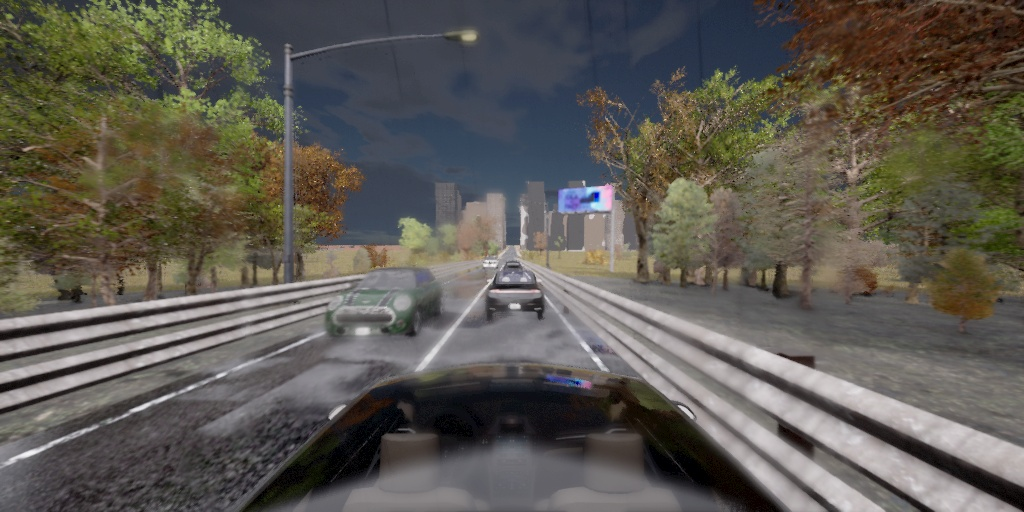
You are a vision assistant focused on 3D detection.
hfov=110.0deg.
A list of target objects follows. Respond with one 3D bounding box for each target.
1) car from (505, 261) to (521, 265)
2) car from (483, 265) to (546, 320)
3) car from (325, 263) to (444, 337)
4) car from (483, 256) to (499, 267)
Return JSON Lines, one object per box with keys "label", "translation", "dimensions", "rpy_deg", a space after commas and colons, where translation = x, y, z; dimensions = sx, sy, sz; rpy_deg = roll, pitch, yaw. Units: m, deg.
{"label": "car", "translation": [0.086, 1.242, 34.558], "dimensions": [1.837, 1.490, 4.892], "rpy_deg": [0, 0, 0]}
{"label": "car", "translation": [0.102, 1.237, 12.692], "dimensions": [2.128, 1.511, 4.902], "rpy_deg": [0, 0, 0]}
{"label": "car", "translation": [-3.348, 1.099, 10.289], "dimensions": [2.097, 1.767, 4.553], "rpy_deg": [0, 0, 0]}
{"label": "car", "translation": [-3.280, 1.010, 55.742], "dimensions": [2.150, 2.045, 5.566], "rpy_deg": [0, 0, 0]}
